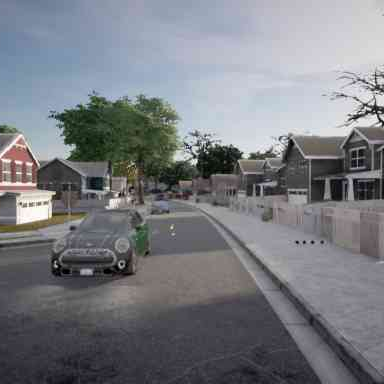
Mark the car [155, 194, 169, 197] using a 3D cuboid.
[{"bbox_3d":[-5.470,1.294,60.747,2.150,2.045,5.566,0,0,-7],"label":"car"}]

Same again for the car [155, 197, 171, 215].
[{"bbox_3d":[-3.237,1.591,34.753,1.812,1.442,4.674,0,0,-3],"label":"car"}]

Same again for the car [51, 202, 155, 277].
[{"bbox_3d":[-2.554,1.353,10.323,2.097,1.767,4.553,0,0,0],"label":"car"}]
